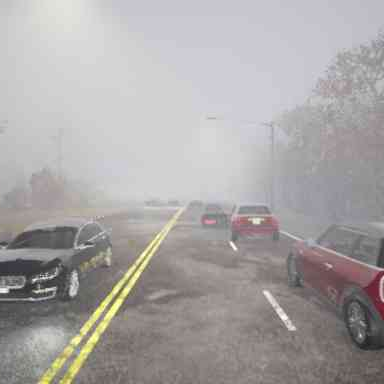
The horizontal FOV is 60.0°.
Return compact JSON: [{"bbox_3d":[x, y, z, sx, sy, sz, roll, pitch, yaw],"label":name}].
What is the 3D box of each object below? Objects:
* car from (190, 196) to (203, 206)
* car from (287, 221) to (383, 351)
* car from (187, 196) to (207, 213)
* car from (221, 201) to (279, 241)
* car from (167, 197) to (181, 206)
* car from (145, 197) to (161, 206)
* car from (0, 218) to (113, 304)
[{"bbox_3d":[0.719,1.374,52.106,1.994,1.385,4.181,0,0,2],"label":"car"},{"bbox_3d":[3.375,1.334,6.344,2.097,1.767,4.553,0,0,0],"label":"car"},{"bbox_3d":[0.476,1.352,40.043,2.128,1.511,4.902,0,0,2],"label":"car"},{"bbox_3d":[2.782,1.303,16.385,2.097,1.767,4.553,0,0,1],"label":"car"},{"bbox_3d":[-2.653,1.420,49.972,1.895,1.301,4.718,0,0,2],"label":"car"},{"bbox_3d":[-5.902,1.419,50.078,1.895,1.301,4.718,0,0,2],"label":"car"},{"bbox_3d":[-3.316,1.480,8.297,1.837,1.490,4.892,0,0,0],"label":"car"}]
